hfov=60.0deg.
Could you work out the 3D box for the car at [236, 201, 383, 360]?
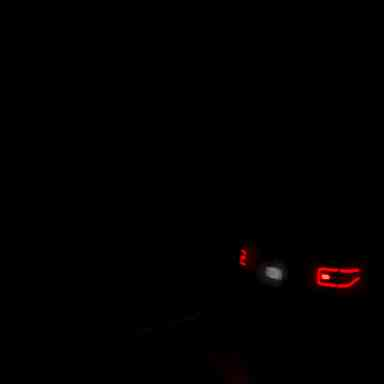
[{"bbox_3d":[3.302,1.180,6.102,5.566,2.045,2.150,0,0,-36],"label":"car"}]
